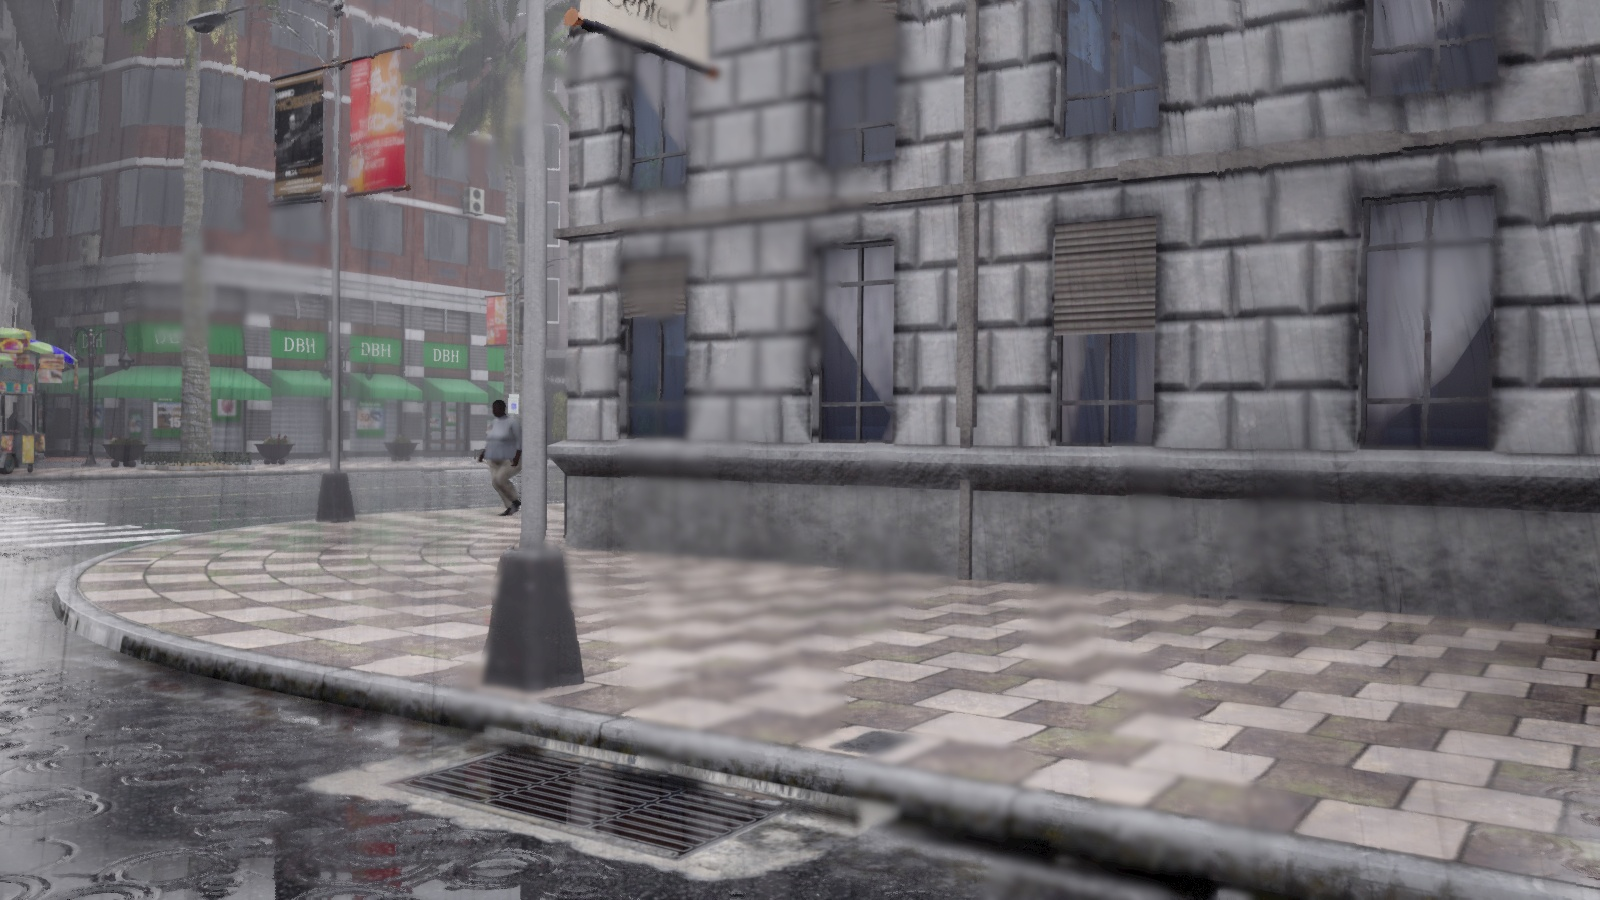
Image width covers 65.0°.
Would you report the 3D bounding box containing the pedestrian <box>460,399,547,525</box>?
[{"bbox_3d":[-4.502,0.168,19.082,0.874,1.855,0.900,0,1,35],"label":"pedestrian"}]
